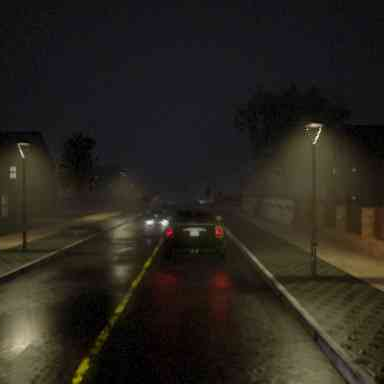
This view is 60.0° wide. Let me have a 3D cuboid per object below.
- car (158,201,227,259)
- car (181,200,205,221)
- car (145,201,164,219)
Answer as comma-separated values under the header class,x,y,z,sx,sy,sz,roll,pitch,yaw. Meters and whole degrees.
class,x,y,z,sx,sy,sz,roll,pitch,yaw
car,0.081,1.326,12.607,2.097,1.767,4.553,0,0,0
car,0.082,1.493,28.095,1.812,1.442,4.674,0,0,0
car,-2.834,1.516,29.104,2.033,1.411,5.357,0,0,0
